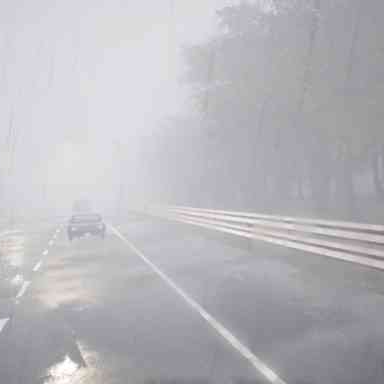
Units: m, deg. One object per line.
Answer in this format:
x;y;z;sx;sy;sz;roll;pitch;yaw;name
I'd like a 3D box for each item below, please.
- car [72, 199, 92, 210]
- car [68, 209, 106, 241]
-13.989;1.895;42.388;2.150;2.045;5.566;-3;0;-19;car
-6.018;1.881;18.935;1.895;1.301;4.718;-3;0;-19;car
